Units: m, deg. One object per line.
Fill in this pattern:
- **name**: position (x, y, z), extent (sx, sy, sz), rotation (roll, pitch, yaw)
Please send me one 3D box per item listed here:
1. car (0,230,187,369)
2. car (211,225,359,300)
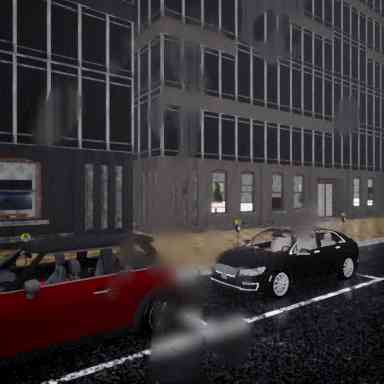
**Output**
- **car**: position (-2.177, 1.440, 5.008), extent (4.097, 1.590, 1.967), rotation (0, 0, -36)
- **car**: position (2.456, 1.550, 8.314), extent (4.403, 1.369, 2.008), rotation (0, 0, -36)
